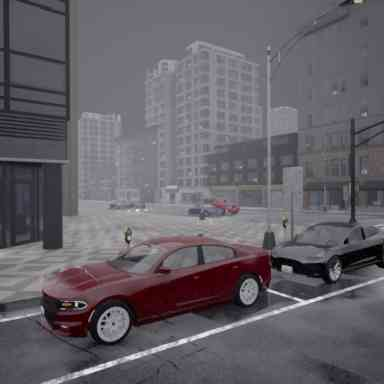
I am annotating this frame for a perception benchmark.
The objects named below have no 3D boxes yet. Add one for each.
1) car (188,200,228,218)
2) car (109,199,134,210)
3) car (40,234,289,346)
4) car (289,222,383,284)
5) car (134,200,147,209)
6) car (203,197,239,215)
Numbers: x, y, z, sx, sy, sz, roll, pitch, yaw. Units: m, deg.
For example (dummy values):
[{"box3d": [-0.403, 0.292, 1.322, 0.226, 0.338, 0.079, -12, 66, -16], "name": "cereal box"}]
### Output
[{"box3d": [1.365, 1.904, 35.400, 1.812, 1.442, 4.674, 0, 0, -35], "name": "car"}, {"box3d": [-11.801, 2.000, 54.151, 2.097, 1.767, 4.553, 0, 0, -35], "name": "car"}, {"box3d": [-0.436, 1.544, 6.342, 4.507, 1.381, 1.887, 0, 0, -36], "name": "car"}, {"box3d": [4.159, 1.564, 9.619, 4.313, 1.339, 1.947, 0, 0, -36], "name": "car"}, {"box3d": [-9.464, 2.153, 56.484, 1.837, 1.490, 4.892, 0, -1, -35], "name": "car"}, {"box3d": [3.037, 1.604, 38.661, 2.150, 2.045, 5.566, 0, 0, -35], "name": "car"}]
